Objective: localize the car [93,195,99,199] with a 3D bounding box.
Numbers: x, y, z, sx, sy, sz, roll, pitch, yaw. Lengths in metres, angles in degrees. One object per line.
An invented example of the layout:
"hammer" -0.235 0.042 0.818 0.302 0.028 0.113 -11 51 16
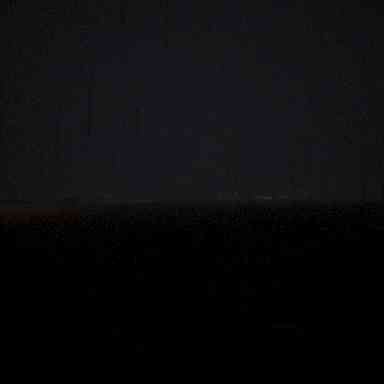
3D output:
"car" -21.083 1.107 78.849 1.882 1.535 5.008 0 0 35

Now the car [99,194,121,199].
"car" -18.205 1.107 76.858 1.882 1.535 5.008 0 0 35

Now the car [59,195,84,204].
"car" -23.052 1.366 63.702 2.097 1.767 4.553 0 0 35
